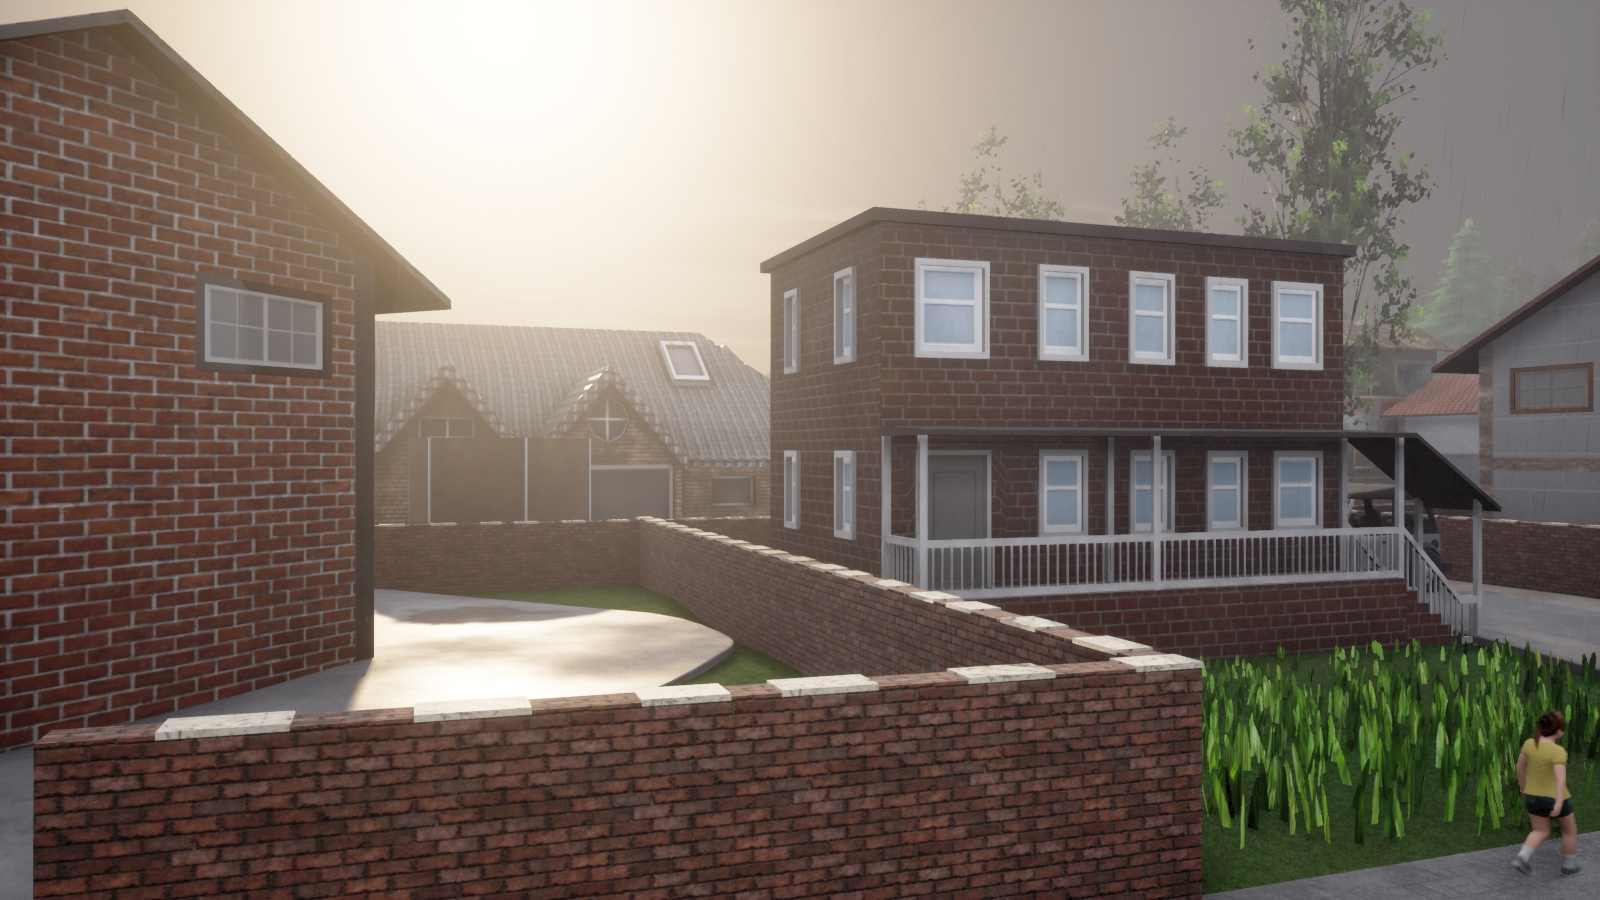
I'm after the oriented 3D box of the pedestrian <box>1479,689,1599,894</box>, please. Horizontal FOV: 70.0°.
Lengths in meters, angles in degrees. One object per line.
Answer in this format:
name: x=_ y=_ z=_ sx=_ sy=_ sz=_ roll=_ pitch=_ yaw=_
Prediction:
pedestrian: x=4.692 y=2.128 z=7.210 sx=0.500 sy=1.100 sz=0.500 roll=0 pitch=0 yaw=-21
